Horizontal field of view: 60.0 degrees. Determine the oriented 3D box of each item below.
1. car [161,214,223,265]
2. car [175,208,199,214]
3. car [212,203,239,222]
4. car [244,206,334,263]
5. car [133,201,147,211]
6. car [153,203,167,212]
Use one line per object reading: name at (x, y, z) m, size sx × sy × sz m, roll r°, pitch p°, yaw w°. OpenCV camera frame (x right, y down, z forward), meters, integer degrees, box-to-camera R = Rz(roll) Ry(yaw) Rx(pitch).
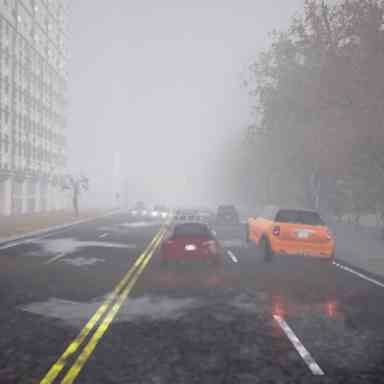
car at (-0.068, 1.733, 12.414) m, size 1.994 × 1.385 × 4.181 m, roll 0°, pitch -1°, yaw -1°
car at (-0.398, 1.961, 26.690) m, size 1.895 × 1.301 × 4.718 m, roll 0°, pitch -1°, yaw -1°
car at (2.822, 1.696, 28.465) m, size 1.882 × 1.535 × 5.008 m, roll -1°, pitch 3°, yaw -1°
car at (3.267, 1.292, 11.963) m, size 2.097 × 1.767 × 4.553 m, roll 5°, pitch 0°, yaw 0°
car at (-8.170, 2.222, 52.614) m, size 1.837 × 1.490 × 4.892 m, roll 0°, pitch -1°, yaw -3°
car at (-4.763, 2.274, 49.642) m, size 1.895 × 1.301 × 4.718 m, roll 0°, pitch -1°, yaw -3°
